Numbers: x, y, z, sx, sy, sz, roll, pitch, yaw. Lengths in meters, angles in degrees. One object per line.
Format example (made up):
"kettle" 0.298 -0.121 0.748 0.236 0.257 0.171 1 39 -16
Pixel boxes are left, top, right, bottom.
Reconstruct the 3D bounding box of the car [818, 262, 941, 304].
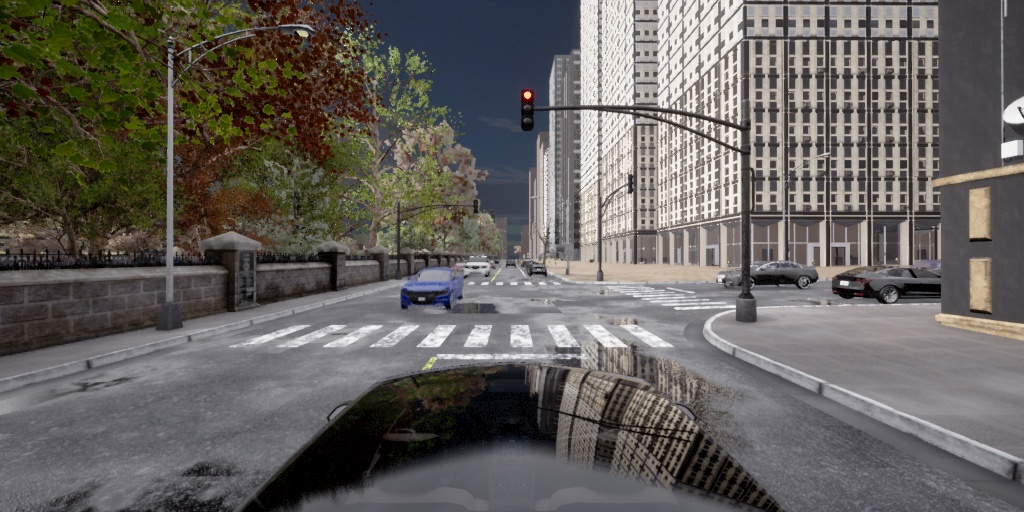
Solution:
"car" 14.630 1.026 13.555 4.313 1.339 1.948 0 0 -1

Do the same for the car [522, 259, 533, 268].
"car" 2.493 1.335 41.709 1.948 1.339 4.313 0 0 0

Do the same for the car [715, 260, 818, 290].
"car" 13.656 0.993 19.349 4.902 1.511 2.128 -1 0 0

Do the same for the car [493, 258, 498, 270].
"car" -3.332 1.304 51.894 1.812 1.442 4.674 0 0 0

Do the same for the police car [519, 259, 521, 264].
"police car" 2.824 1.218 64.501 1.930 1.638 5.238 0 0 0

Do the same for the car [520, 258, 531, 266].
"car" 2.465 1.339 47.342 1.948 1.339 4.313 0 0 0

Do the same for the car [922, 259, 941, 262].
"car" 23.474 0.882 19.442 5.357 1.411 2.033 -1 0 -1

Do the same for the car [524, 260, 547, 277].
"car" 2.521 1.331 36.077 1.948 1.339 4.313 0 0 0

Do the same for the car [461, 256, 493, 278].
"car" -3.260 0.986 34.516 2.150 2.045 5.566 0 0 -1

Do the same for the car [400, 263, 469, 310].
"car" -3.160 1.231 14.993 1.882 1.535 5.008 0 0 0

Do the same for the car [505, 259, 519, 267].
"car" -0.213 1.299 65.109 1.837 1.490 4.892 0 0 0
